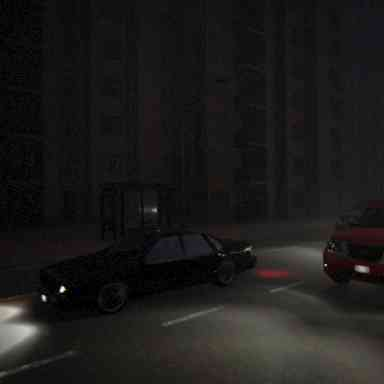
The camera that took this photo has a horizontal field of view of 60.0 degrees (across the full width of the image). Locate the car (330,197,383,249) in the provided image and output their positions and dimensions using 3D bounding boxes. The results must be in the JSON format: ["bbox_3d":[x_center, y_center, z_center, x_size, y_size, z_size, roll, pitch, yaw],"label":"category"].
[{"bbox_3d":[9.110,1.299,16.029,5.566,2.045,2.150,0,-1,-39],"label":"car"}]

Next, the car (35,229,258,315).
[{"bbox_3d":[-0.740,1.642,8.030,5.357,1.411,2.033,0,-1,-38],"label":"car"}]

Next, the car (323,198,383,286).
[{"bbox_3d":[5.702,1.258,8.741,5.566,2.045,2.150,0,-1,-39],"label":"car"}]
